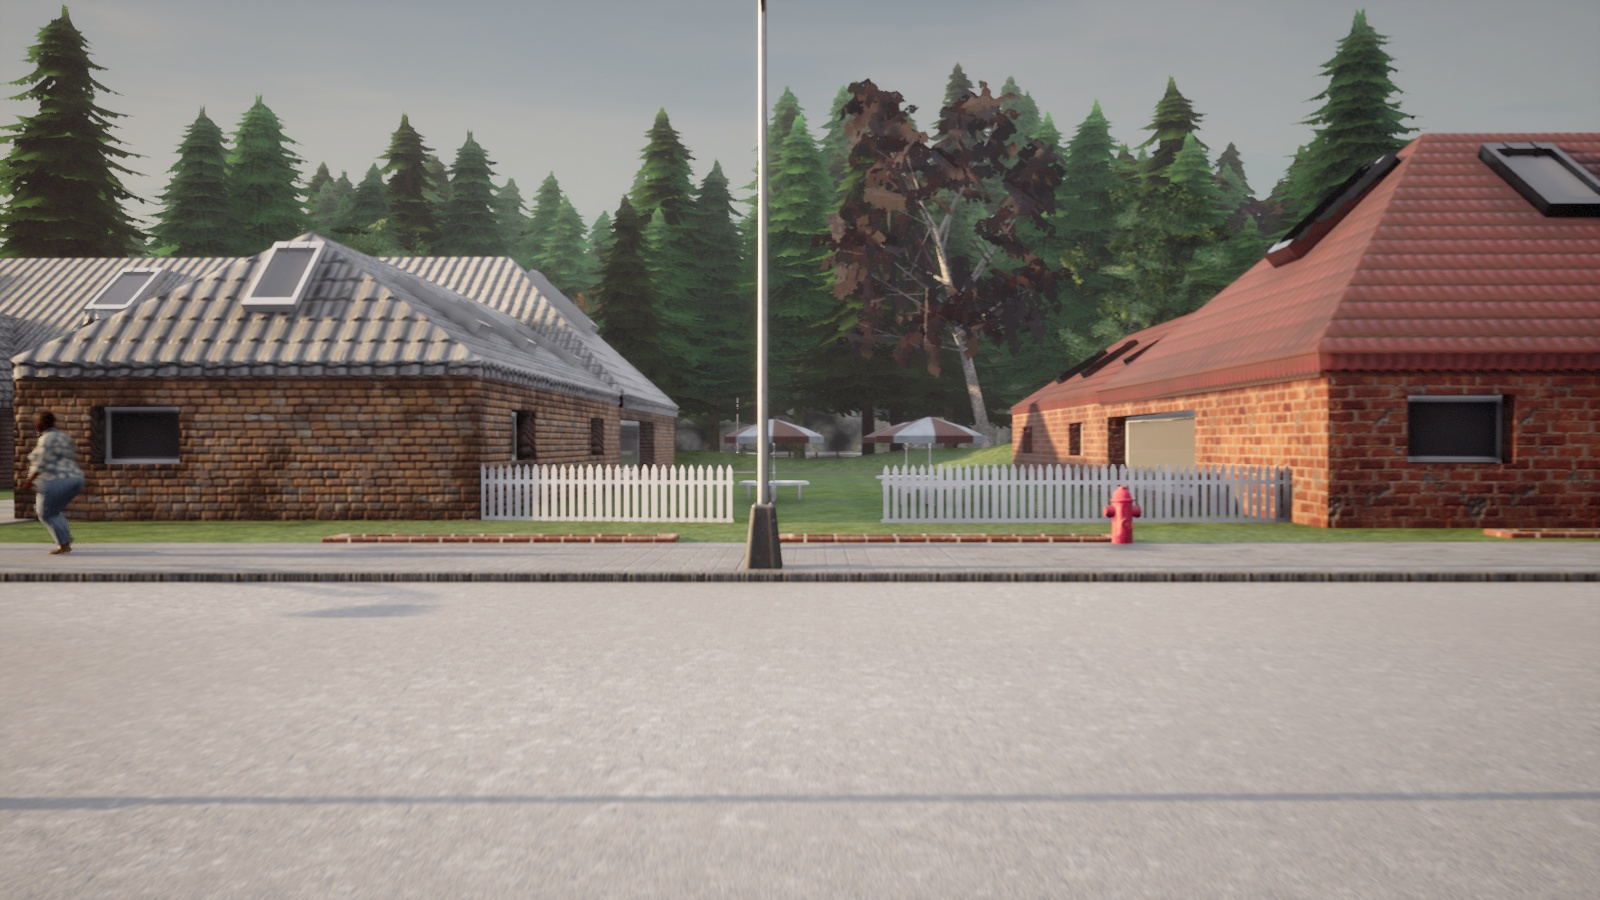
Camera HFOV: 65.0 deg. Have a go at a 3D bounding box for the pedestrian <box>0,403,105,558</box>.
[{"bbox_3d":[-9.289,0.364,15.522,0.900,1.855,0.874,0,0,0],"label":"pedestrian"}]

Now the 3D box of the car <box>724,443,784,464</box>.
[{"bbox_3d":[-3.288,0.253,89.575,4.193,1.474,1.816,0,0,0],"label":"car"}]
